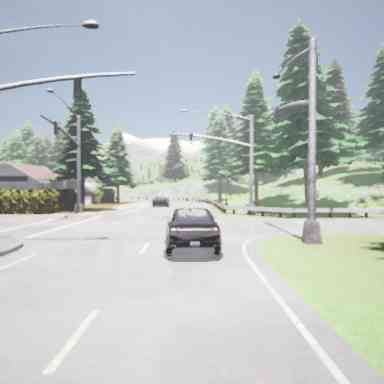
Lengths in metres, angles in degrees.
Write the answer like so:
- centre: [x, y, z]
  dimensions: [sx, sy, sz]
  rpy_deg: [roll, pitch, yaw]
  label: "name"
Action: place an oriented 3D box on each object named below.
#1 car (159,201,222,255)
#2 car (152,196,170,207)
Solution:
- centre: [-0.063, 1.322, 12.467]
  dimensions: [2.128, 1.511, 4.902]
  rpy_deg: [0, 1, -4]
  label: "car"
- centre: [-3.576, 1.074, 39.018]
  dimensions: [1.895, 1.301, 4.718]
  rpy_deg: [0, 1, 0]
  label: "car"
